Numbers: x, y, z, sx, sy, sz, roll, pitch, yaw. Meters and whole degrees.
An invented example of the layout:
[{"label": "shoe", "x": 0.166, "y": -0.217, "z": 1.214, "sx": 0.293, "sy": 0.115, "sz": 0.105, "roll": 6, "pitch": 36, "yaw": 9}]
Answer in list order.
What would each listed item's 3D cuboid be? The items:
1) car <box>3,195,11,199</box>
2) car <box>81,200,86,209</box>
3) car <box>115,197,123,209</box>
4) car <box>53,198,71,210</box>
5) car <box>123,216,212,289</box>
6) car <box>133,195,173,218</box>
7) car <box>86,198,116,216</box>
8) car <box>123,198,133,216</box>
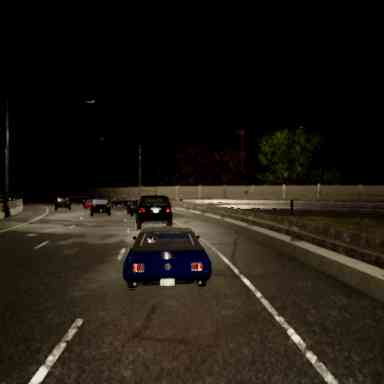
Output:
[{"label": "car", "x": -47.868, "y": 1.320, "z": 82.611, "sx": 4.902, "sy": 1.511, "sz": 2.128, "roll": 0, "pitch": 0, "yaw": 36}, {"label": "car", "x": -13.342, "y": 1.521, "z": 43.818, "sx": 1.994, "sy": 1.385, "sz": 4.181, "roll": 0, "pitch": 0, "yaw": -24}, {"label": "car", "x": -9.610, "y": 1.447, "z": 44.003, "sx": 2.128, "sy": 1.511, "sz": 4.902, "roll": 0, "pitch": 0, "yaw": -23}, {"label": "car", "x": -16.458, "y": 1.451, "z": 42.230, "sx": 2.128, "sy": 1.511, "sz": 4.902, "roll": 0, "pitch": 0, "yaw": -24}, {"label": "car", "x": -0.692, "y": 1.590, "z": 9.135, "sx": 1.895, "sy": 1.301, "sz": 4.718, "roll": 0, "pitch": 0, "yaw": -5}, {"label": "car", "x": -2.562, "y": 1.198, "z": 21.690, "sx": 2.150, "sy": 2.045, "sz": 5.566, "roll": 0, "pitch": 0, "yaw": -11}, {"label": "car", "x": -8.947, "y": 1.459, "z": 32.436, "sx": 2.128, "sy": 1.511, "sz": 4.902, "roll": 0, "pitch": 0, "yaw": -17}, {"label": "car", "x": -5.289, "y": 1.528, "z": 32.504, "sx": 1.994, "sy": 1.385, "sz": 4.181, "roll": 0, "pitch": 0, "yaw": -18}]
